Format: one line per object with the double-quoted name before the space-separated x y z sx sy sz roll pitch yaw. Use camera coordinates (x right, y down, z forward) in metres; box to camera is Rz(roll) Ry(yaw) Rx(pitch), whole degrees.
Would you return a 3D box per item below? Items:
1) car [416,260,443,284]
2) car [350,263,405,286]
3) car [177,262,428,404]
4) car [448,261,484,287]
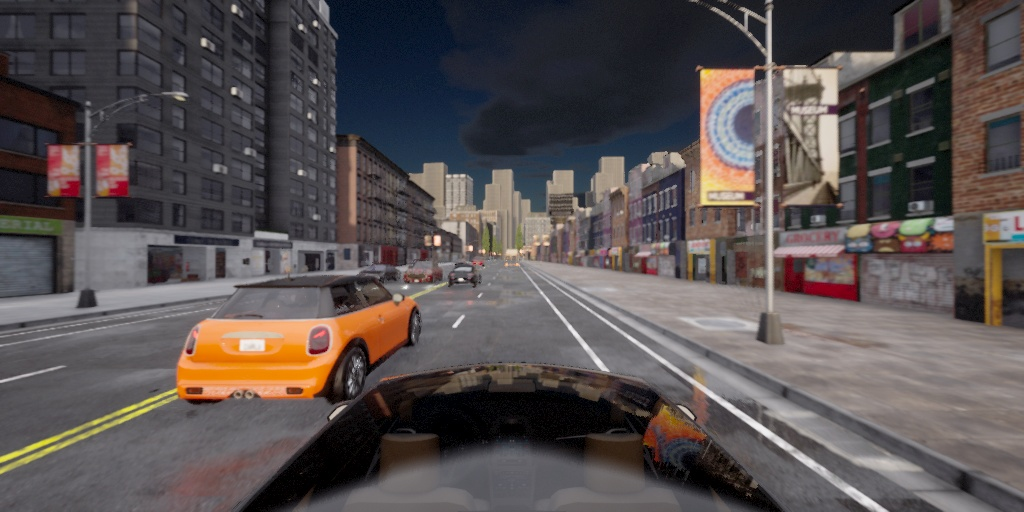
"car" -6.593 1.124 27.034 2.097 1.767 4.553 0 0 0
"car" -9.846 1.319 26.784 2.033 1.411 5.357 0 0 0
"car" -3.152 1.102 6.479 2.097 1.767 4.553 0 0 0
"car" -3.151 1.294 24.397 1.812 1.442 4.674 0 0 0
